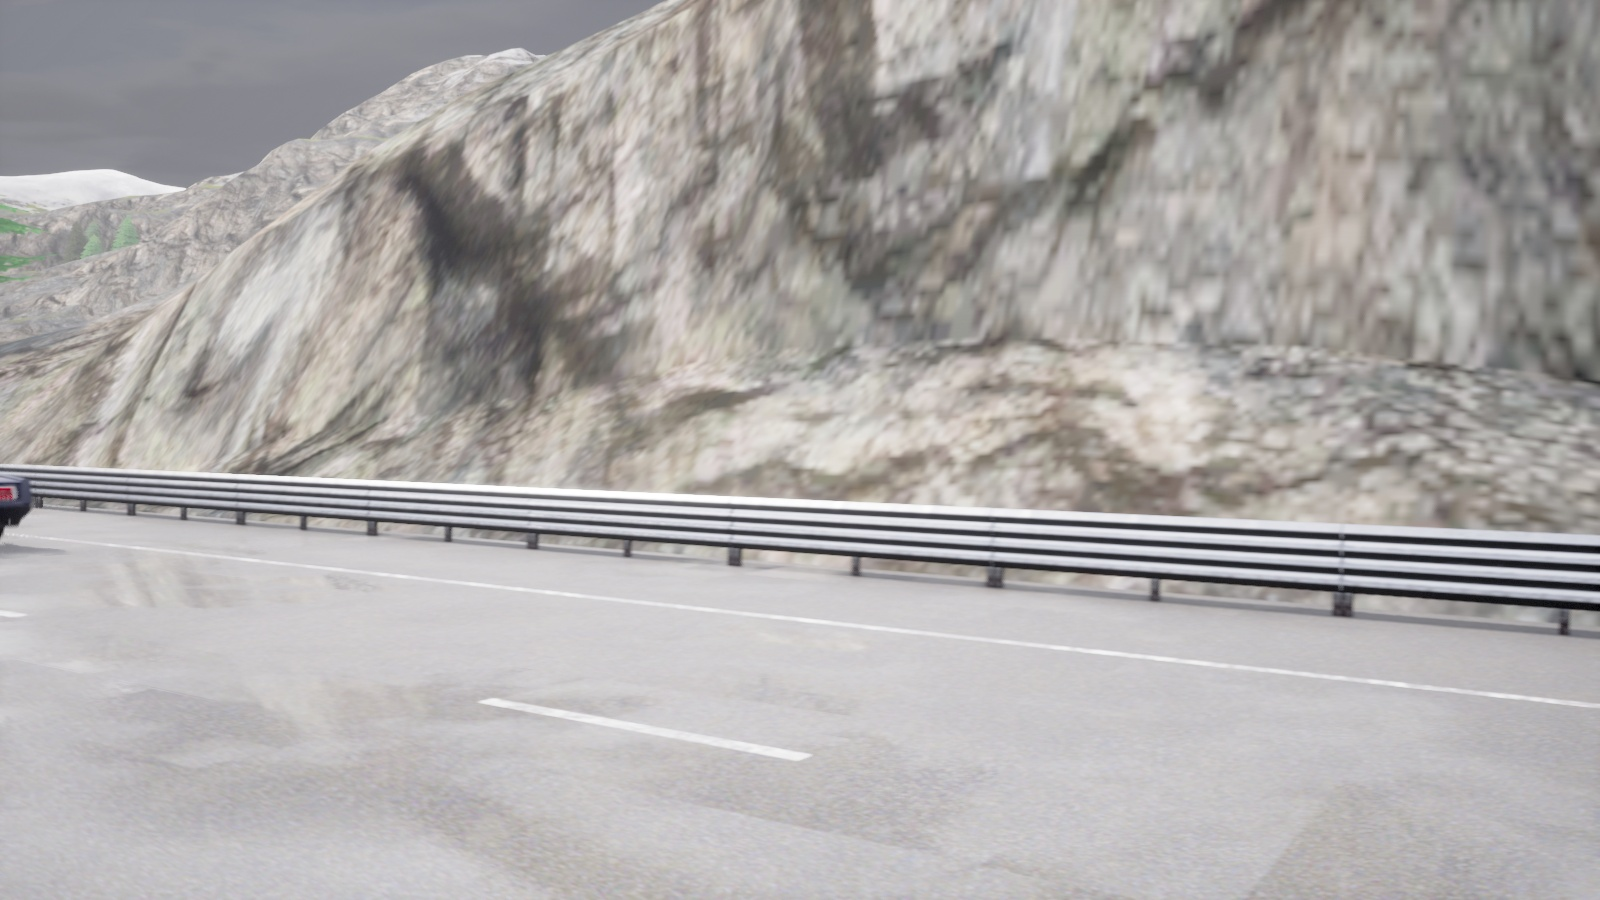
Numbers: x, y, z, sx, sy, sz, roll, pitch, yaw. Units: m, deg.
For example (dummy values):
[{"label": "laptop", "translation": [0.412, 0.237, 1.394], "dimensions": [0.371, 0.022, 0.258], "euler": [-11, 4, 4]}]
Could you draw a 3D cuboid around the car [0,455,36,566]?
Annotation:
[{"label": "car", "translation": [-11.679, 0.724, 15.607], "dimensions": [4.718, 1.301, 1.895], "euler": [0, 1, 34]}]
